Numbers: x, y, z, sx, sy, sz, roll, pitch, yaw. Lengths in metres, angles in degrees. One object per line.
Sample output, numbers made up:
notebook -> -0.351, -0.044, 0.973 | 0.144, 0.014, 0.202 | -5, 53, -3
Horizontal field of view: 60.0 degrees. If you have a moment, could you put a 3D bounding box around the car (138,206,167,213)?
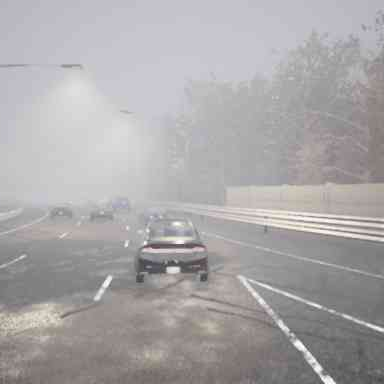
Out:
car -> -2.921, 1.738, 25.178 | 2.033, 1.411, 5.357 | 0, 0, -17

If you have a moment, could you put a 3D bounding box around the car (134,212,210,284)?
car -> -0.637, 1.569, 9.870 | 2.128, 1.511, 4.902 | 0, -1, -5

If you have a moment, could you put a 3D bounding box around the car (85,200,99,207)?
car -> -17.422, 2.004, 58.866 | 1.895, 1.301, 4.718 | 0, -1, -32

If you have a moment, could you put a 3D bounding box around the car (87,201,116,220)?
car -> -8.324, 1.778, 30.566 | 1.994, 1.385, 4.181 | 0, -1, -16

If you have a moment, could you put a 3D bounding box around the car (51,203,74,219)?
car -> -12.375, 1.736, 31.774 | 1.812, 1.442, 4.674 | 0, 0, -18

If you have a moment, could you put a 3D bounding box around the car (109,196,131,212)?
car -> -9.801, 1.541, 44.618 | 2.150, 2.045, 5.566 | 0, 0, -24
